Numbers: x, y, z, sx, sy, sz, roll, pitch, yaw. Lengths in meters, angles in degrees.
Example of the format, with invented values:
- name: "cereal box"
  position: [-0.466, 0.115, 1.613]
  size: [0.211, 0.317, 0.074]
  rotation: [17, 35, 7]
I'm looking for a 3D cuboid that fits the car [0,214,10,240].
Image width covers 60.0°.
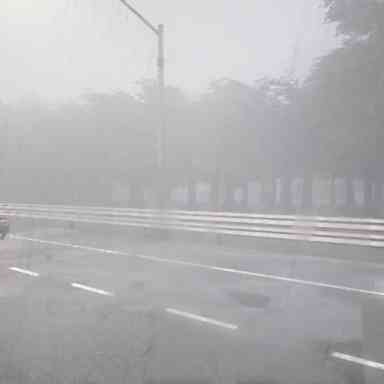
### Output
- name: "car"
  position: [-10.466, 1.485, 15.664]
  size: [4.902, 1.511, 2.128]
  rotation: [0, 0, 36]
